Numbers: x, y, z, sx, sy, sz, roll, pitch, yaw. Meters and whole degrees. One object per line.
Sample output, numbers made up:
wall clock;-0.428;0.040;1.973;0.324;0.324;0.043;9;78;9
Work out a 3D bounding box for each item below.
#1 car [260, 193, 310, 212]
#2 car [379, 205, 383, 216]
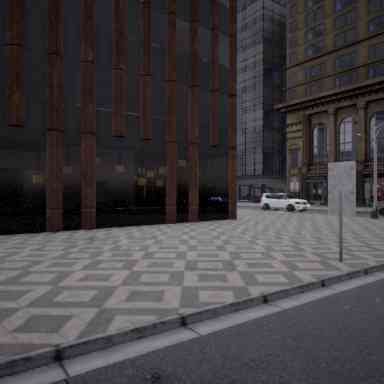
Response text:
car;9.983;1.146;36.197;2.150;2.045;5.566;0;0;-36
car;17.338;1.465;25.879;1.837;1.490;4.892;0;0;-36
